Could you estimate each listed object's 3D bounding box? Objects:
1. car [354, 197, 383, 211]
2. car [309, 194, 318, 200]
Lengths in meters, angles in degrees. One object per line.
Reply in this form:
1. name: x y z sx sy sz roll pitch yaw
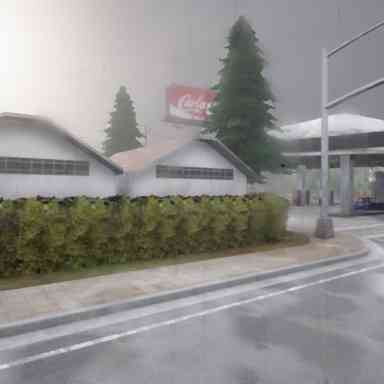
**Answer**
1. car: 21.165 1.466 39.592 4.611 1.667 2.242 0 0 -36
2. car: 32.196 1.303 89.093 2.152 1.636 5.027 0 0 -36
